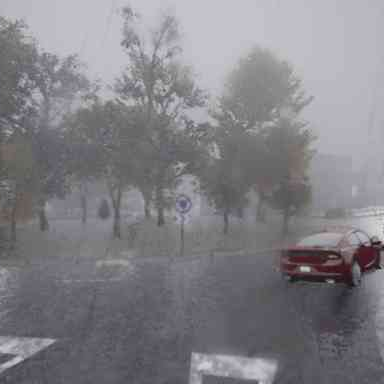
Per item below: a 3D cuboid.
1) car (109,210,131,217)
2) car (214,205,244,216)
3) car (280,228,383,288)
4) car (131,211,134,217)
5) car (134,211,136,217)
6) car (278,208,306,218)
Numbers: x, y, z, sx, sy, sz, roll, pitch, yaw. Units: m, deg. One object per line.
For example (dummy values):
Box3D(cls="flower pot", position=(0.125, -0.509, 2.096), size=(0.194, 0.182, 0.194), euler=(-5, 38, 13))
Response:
Box3D(cls="car", position=(-18.871, 5.797, 84.431), size=(4.892, 1.521, 2.231), euler=(1, -5, -20))
Box3D(cls="car", position=(6.638, 3.452, 59.747), size=(5.566, 2.045, 2.150), euler=(-2, -5, 31))
Box3D(cls="car", position=(4.632, 1.888, 10.588), size=(1.882, 1.535, 5.008), euler=(-7, -5, 42))
Box3D(cls="car", position=(-18.904, 5.777, 87.402), size=(5.566, 2.045, 2.435), euler=(1, -5, -20))
Box3D(cls="car", position=(-18.844, 6.011, 90.395), size=(5.566, 2.045, 2.435), euler=(1, -5, -20))
Box3D(cls="car", position=(14.036, 2.888, 46.558), size=(2.128, 1.511, 4.902), euler=(3, -4, -24))
